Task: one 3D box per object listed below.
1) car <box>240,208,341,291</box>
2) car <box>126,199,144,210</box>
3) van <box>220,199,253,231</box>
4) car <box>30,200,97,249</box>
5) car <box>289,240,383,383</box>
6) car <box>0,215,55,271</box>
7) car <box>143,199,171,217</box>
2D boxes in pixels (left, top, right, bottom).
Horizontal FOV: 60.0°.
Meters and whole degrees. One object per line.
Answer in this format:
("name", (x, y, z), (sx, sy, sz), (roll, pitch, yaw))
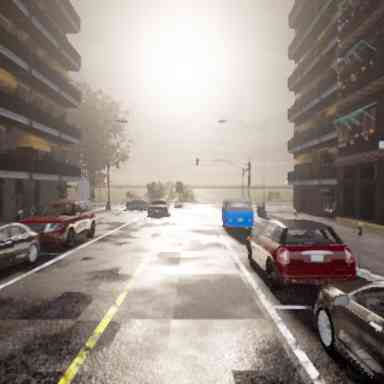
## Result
("car", (2.679, 1.433, 9.054), (1.967, 1.590, 4.097), (-1, 0, 0))
("car", (-6.393, 1.613, 42.953), (4.181, 1.385, 1.994), (0, 1, -1))
("van", (2.680, 1.323, 20.382), (1.690, 1.788, 3.998), (-1, 0, 0))
("car", (-5.702, 1.304, 14.671), (2.192, 1.841, 5.009), (-1, 0, 0))
("car", (2.679, 1.548, 3.389), (2.008, 1.369, 4.403), (-1, 0, 0))
("car", (-5.700, 1.545, 9.007), (2.008, 1.369, 4.403), (-1, 0, 0))
("car", (-3.026, 1.476, 31.113), (1.837, 1.490, 4.892), (0, -1, 1))
